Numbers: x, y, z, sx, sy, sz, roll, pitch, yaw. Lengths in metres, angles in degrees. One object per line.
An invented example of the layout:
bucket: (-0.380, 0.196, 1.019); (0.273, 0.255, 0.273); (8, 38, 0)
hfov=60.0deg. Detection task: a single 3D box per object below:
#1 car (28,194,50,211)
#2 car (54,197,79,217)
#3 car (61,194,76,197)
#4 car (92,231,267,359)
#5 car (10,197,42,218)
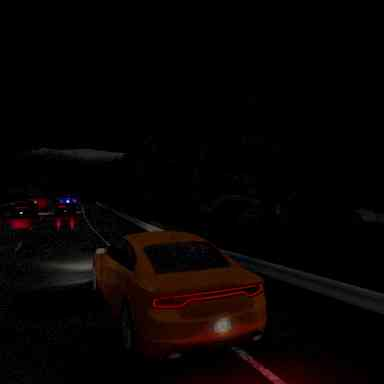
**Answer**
car: (-18.519, 1.221, 40.042); (2.150, 2.045, 5.566); (0, 0, -19)
car: (-11.933, 1.491, 31.535); (2.128, 1.511, 4.902); (0, 0, -19)
car: (-15.353, 1.221, 41.434); (2.150, 2.045, 5.566); (0, 0, -18)
car: (-0.658, 1.478, 6.299); (1.882, 1.535, 5.008); (0, 0, -25)
car: (-15.108, 1.505, 30.147); (1.837, 1.490, 4.892); (0, 0, -19)
